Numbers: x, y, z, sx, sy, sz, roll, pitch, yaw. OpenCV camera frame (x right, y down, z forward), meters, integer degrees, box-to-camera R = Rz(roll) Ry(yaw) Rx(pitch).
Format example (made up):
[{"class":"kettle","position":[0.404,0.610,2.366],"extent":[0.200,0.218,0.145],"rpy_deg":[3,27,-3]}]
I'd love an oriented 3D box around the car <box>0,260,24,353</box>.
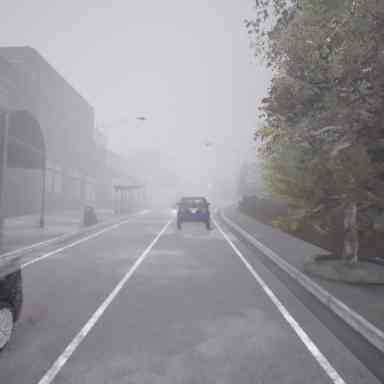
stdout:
[{"class":"car","position":[-3.599,1.490,3.235],"extent":[1.882,1.535,5.008],"rpy_deg":[0,0,0]}]

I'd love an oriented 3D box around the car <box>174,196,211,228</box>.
[{"class":"car","position":[0.114,1.309,23.165],"extent":[2.150,2.045,5.566],"rpy_deg":[0,0,0]}]

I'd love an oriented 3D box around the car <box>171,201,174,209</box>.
[{"class":"car","position":[-1.725,1.689,47.806],"extent":[2.128,1.511,4.902],"rpy_deg":[-1,-1,9]}]

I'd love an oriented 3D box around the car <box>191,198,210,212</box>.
[{"class":"car","position":[1.142,1.607,41.549],"extent":[1.882,1.535,5.008],"rpy_deg":[-1,0,6]}]
